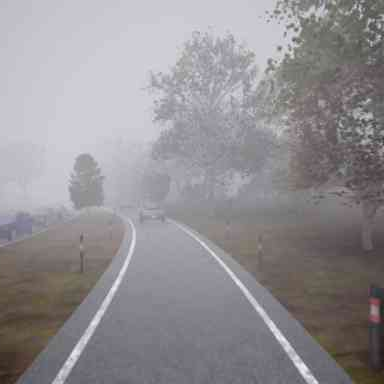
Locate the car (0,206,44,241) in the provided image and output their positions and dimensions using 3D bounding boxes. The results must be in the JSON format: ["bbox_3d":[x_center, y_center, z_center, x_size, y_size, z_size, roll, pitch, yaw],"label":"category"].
[{"bbox_3d":[-10.408,1.789,18.785,2.097,1.535,5.008,0,-1,-8],"label":"car"}]

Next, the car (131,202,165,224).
[{"bbox_3d":[-3.240,1.539,25.476,2.128,1.511,4.902,-1,0,-14],"label":"car"}]

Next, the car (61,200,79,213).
[{"bbox_3d":[-17.076,1.959,46.772,2.097,1.535,5.008,-2,0,-17],"label":"car"}]

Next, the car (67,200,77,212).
[{"bbox_3d":[-14.078,1.957,36.673,2.002,1.452,4.674,0,0,-14],"label":"car"}]

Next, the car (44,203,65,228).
[{"bbox_3d":[-11.427,1.830,25.029,2.231,1.521,4.892,0,-1,-10],"label":"car"}]

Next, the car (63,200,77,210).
[{"bbox_3d":[-19.298,2.057,52.500,2.002,1.452,4.674,1,0,-22],"label":"car"}]

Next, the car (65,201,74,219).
[{"bbox_3d":[-12.601,1.882,30.617,2.097,1.535,5.008,0,-1,-12],"label":"car"}]

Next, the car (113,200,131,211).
[{"bbox_3d":[-8.747,1.720,42.172,1.895,1.301,4.718,-1,0,-22],"label":"car"}]
